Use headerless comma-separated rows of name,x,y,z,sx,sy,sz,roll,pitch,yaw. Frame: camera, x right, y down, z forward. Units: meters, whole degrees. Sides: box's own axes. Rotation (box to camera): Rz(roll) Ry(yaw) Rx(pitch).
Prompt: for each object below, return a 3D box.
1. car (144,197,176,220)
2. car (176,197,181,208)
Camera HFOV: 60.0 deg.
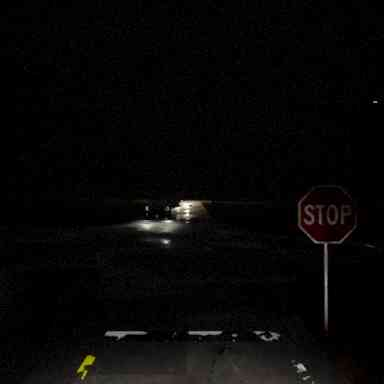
car,-2.726,1.316,28.147,2.097,1.767,4.553,0,0,0
car,-2.708,1.558,48.751,1.837,1.490,4.892,0,0,0
